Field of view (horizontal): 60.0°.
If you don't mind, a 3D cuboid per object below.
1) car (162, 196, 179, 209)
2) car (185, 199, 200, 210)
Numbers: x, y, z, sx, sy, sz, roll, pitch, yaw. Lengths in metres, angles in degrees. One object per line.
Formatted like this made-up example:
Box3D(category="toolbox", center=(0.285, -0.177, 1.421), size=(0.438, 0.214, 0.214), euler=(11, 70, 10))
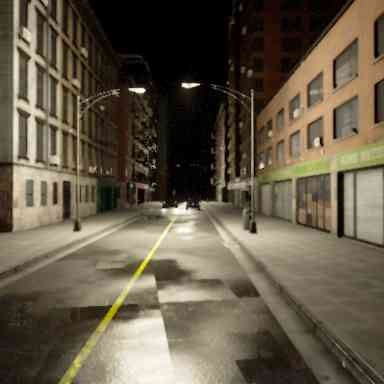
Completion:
Box3D(category="car", center=(-2.980, 1.400, 46.478), size=(2.097, 1.767, 4.553), euler=(0, 0, 0))
Box3D(category="car", center=(0.119, 1.592, 43.793), size=(2.033, 1.411, 5.357), euler=(0, 0, 0))
